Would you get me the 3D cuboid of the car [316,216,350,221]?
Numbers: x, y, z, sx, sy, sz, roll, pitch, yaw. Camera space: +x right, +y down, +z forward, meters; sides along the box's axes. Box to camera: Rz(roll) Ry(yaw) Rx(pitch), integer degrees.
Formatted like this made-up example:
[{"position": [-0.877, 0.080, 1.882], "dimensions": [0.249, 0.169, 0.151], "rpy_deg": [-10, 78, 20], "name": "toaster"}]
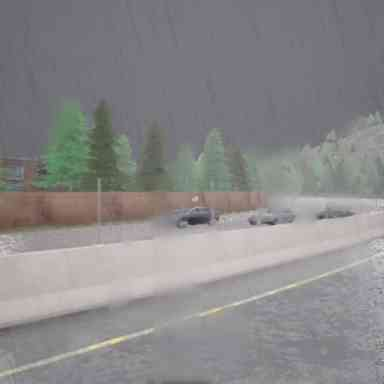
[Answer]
[{"position": [10.021, 1.702, 23.532], "dimensions": [1.895, 1.301, 4.718], "rpy_deg": [-1, -1, 39], "name": "car"}]
